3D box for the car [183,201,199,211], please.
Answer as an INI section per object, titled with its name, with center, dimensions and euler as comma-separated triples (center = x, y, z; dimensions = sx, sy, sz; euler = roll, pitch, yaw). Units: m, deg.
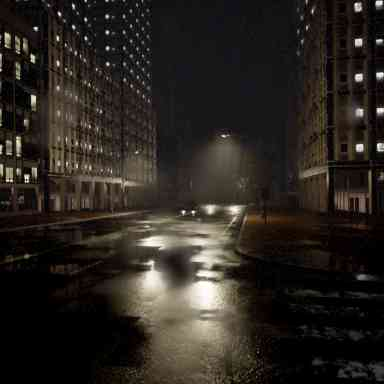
[car]
center = -0.136, 2.204, 54.493
dimensions = 1.882, 1.535, 5.008
euler = -1, -1, 10
